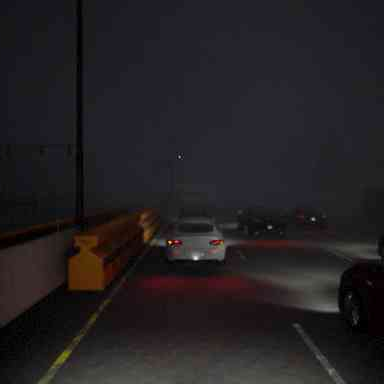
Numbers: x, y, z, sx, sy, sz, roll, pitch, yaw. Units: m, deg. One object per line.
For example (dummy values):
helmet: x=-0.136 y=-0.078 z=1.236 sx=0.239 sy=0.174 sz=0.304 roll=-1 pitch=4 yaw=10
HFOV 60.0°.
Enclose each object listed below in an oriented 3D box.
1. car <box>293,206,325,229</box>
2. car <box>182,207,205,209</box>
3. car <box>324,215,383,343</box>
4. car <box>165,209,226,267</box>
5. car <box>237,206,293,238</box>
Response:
car: x=7.100 y=1.562 z=21.460 sx=1.994 sy=1.385 sz=4.181 roll=0 pitch=0 yaw=0
car: x=0.100 y=1.599 z=21.576 sx=1.895 sy=1.301 sz=4.718 roll=0 pitch=0 yaw=0
car: x=3.605 y=1.353 z=3.932 sx=2.097 sy=1.767 sz=4.553 roll=0 pitch=0 yaw=-1
car: x=0.101 y=1.525 z=11.294 sx=1.812 sy=1.442 sz=4.674 roll=0 pitch=0 yaw=0
car: x=3.600 y=1.476 z=17.847 sx=1.882 sy=1.535 sz=5.008 roll=0 pitch=0 yaw=0
